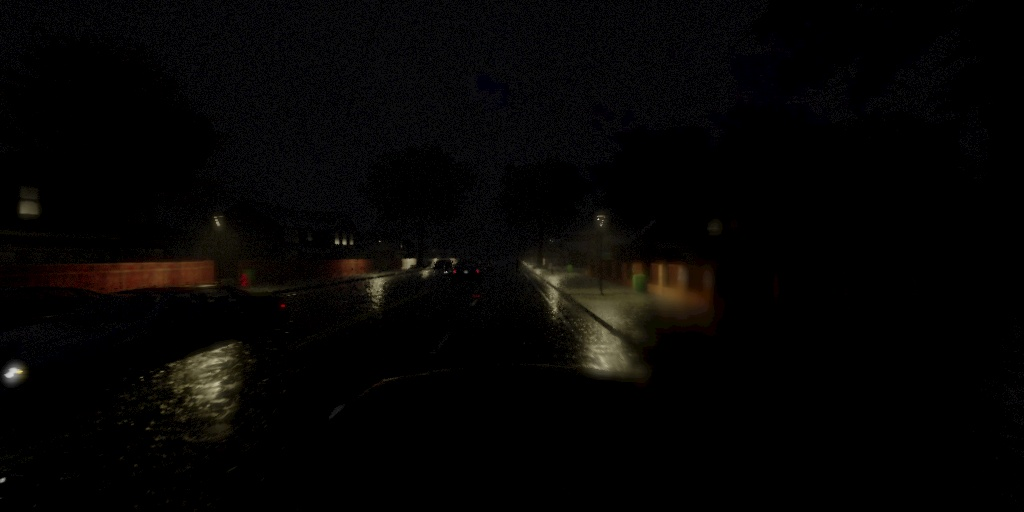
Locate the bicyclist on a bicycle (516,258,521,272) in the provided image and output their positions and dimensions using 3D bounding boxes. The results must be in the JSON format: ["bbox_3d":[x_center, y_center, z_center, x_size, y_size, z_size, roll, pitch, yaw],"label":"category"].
[{"bbox_3d":[0.900,1.183,48.015,0.659,1.776,1.843,0,0,0],"label":"bicyclist on a bicycle"}]

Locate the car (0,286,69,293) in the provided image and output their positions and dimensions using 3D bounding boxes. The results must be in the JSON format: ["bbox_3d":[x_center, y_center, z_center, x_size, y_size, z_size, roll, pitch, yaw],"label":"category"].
[{"bbox_3d":[-9.850,1.298,6.750,2.033,1.411,5.357,0,0,0],"label":"car"}]

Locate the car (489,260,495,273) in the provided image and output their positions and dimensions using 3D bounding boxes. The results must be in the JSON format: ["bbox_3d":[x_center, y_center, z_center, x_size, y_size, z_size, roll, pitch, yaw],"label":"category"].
[{"bbox_3d":[-3.141,1.298,44.926,2.128,1.511,4.902,0,0,0],"label":"car"}]

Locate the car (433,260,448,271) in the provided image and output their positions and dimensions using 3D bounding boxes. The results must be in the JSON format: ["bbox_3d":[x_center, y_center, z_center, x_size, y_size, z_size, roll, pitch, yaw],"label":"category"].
[{"bbox_3d":[-9.805,1.296,50.817,1.882,1.535,5.008,0,0,0],"label":"car"}]

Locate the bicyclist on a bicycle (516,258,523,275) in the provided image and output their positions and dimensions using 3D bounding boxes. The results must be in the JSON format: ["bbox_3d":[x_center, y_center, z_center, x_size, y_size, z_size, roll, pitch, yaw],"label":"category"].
[{"bbox_3d":[0.899,1.166,39.015,0.659,1.776,1.843,0,0,0],"label":"bicyclist on a bicycle"}]

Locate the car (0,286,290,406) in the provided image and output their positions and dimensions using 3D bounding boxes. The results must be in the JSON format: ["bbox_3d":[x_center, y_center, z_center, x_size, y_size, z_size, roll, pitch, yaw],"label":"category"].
[{"bbox_3d":[-6.600,1.298,6.784,2.033,1.411,5.357,0,0,0],"label":"car"}]

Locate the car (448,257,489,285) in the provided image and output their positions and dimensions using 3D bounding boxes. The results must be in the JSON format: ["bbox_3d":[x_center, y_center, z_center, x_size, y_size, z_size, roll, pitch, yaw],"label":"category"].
[{"bbox_3d":[-3.145,1.125,26.691,2.097,1.767,4.553,0,0,0],"label":"car"}]
